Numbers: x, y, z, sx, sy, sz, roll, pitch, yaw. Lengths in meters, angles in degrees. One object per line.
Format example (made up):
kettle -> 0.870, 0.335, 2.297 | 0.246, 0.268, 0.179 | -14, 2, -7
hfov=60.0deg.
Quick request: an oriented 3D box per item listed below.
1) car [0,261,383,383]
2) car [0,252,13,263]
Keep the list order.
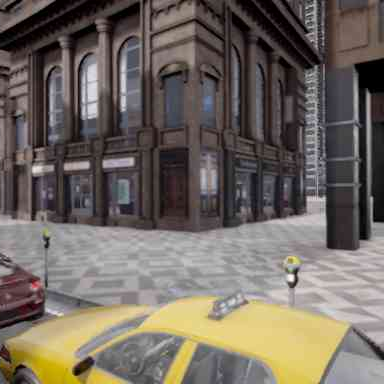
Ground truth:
car -> 0.088, 1.541, 2.897 | 4.829, 1.417, 1.752 | -1, 0, 35
car -> -4.336, 1.653, 6.048 | 4.206, 1.307, 1.802 | -1, 0, 35
